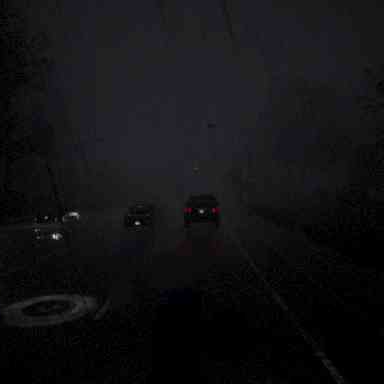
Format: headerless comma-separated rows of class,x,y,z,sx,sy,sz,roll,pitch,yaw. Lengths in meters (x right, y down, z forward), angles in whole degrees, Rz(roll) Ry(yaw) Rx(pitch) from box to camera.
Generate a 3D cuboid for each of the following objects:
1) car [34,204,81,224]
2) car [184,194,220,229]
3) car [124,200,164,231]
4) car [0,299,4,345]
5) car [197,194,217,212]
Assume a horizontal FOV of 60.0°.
car,-9.892,1.555,24.733,1.994,1.385,4.181,0,0,3
car,0.673,1.220,22.002,2.150,2.045,5.566,0,0,3
car,-2.882,1.487,20.693,2.128,1.511,4.902,0,0,3
car,-3.361,1.476,2.282,1.882,1.535,5.008,0,0,0
car,1.860,1.216,40.041,2.150,2.045,5.566,0,0,5
